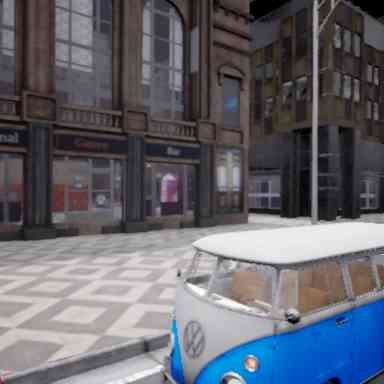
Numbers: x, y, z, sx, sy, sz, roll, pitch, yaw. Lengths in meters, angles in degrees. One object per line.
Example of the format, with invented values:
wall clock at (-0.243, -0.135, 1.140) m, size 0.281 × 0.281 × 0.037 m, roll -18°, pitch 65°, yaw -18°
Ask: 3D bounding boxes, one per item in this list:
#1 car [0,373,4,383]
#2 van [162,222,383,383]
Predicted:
car at (-2.977, 1.525, 0.867) m, size 4.507 × 1.381 × 1.887 m, roll 0°, pitch 0°, yaw -35°
van at (1.614, 1.335, 4.107) m, size 3.998 × 1.788 × 1.690 m, roll 0°, pitch 0°, yaw -35°
